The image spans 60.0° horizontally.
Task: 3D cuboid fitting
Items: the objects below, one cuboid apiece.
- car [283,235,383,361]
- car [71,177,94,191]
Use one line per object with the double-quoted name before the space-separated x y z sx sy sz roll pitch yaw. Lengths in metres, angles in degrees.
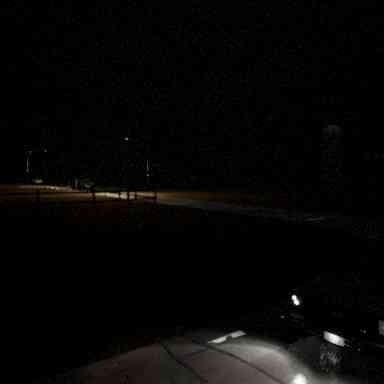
"car" 3.984 1.459 5.800 5.357 1.411 2.033 -1 0 -35
"car" -16.834 -1.202 51.211 2.150 2.045 5.566 0 2 -36
